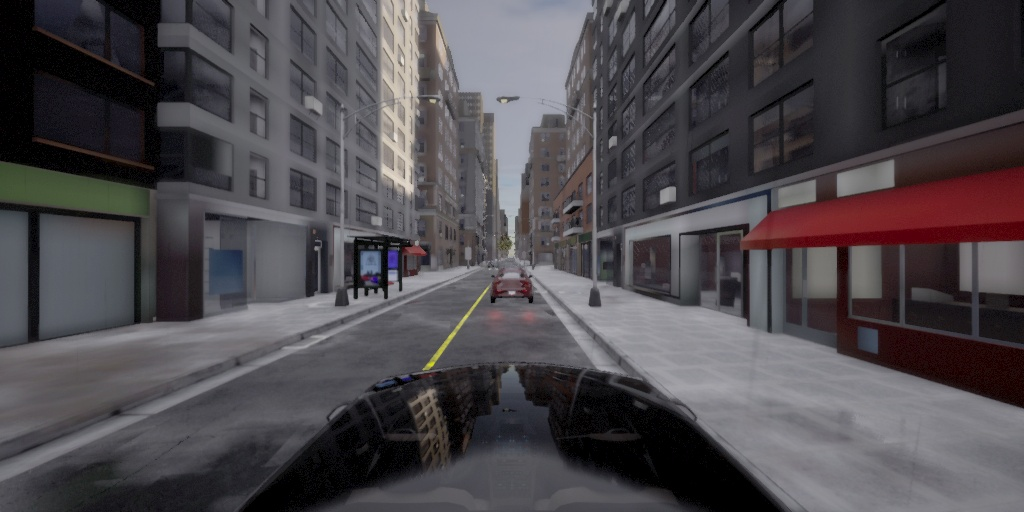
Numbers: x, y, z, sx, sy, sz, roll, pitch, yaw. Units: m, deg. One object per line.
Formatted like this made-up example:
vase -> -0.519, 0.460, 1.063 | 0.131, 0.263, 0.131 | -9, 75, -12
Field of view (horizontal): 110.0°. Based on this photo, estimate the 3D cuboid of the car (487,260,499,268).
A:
car -> -3.000, 1.385, 59.501 | 1.994, 1.385, 4.181 | 0, 0, 0

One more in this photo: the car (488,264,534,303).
car -> 0.000, 1.285, 16.501 | 1.812, 1.442, 4.674 | 0, 0, 0
